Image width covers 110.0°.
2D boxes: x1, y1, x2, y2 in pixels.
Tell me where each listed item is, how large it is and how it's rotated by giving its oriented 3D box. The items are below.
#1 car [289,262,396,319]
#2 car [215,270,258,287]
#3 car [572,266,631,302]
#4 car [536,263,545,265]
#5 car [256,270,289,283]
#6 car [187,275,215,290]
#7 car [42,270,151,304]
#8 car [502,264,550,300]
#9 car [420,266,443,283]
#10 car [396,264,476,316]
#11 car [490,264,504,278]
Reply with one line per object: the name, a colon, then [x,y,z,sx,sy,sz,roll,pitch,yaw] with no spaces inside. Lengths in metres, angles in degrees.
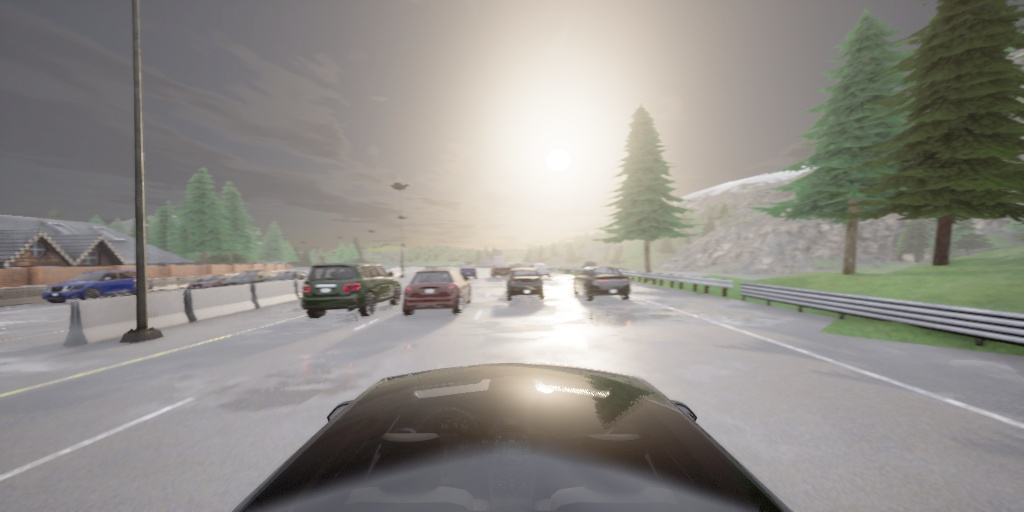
car: [-6.345,1.273,14.822,2.150,2.045,5.566,-1,0,-1]
car: [-21.556,1.989,29.644,2.097,1.767,4.553,-2,0,-6]
car: [4.105,1.238,17.112,2.128,1.511,4.902,-2,0,-1]
car: [2.621,1.471,36.441,1.812,1.442,4.674,-1,0,-8]
car: [-17.937,2.025,28.806,1.837,1.490,4.892,-2,0,-6]
car: [-25.135,2.319,30.357,1.994,1.385,4.181,-2,0,-7]
car: [-28.079,2.021,24.606,2.150,2.045,5.566,-2,0,-5]
car: [0.579,1.375,18.839,1.837,1.490,4.892,-1,0,-2]
car: [-7.877,1.768,35.436,1.837,1.490,4.892,-1,0,-8]
car: [-2.926,1.296,14.875,2.097,1.767,4.553,-2,-1,0]
car: [-1.334,1.568,39.333,1.882,1.535,5.008,-1,0,-9]
